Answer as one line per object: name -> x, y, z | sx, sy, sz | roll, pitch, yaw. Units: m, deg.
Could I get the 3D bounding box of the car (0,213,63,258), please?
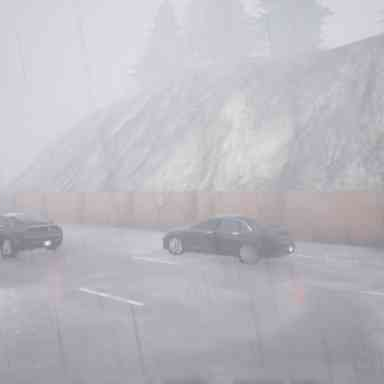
car -> -7.192, 1.616, 13.423 | 4.892, 1.490, 1.837 | -1, 0, 36

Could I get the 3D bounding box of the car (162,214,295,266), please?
car -> 1.116, 1.554, 11.795 | 4.892, 1.490, 1.837 | -1, 0, 36
